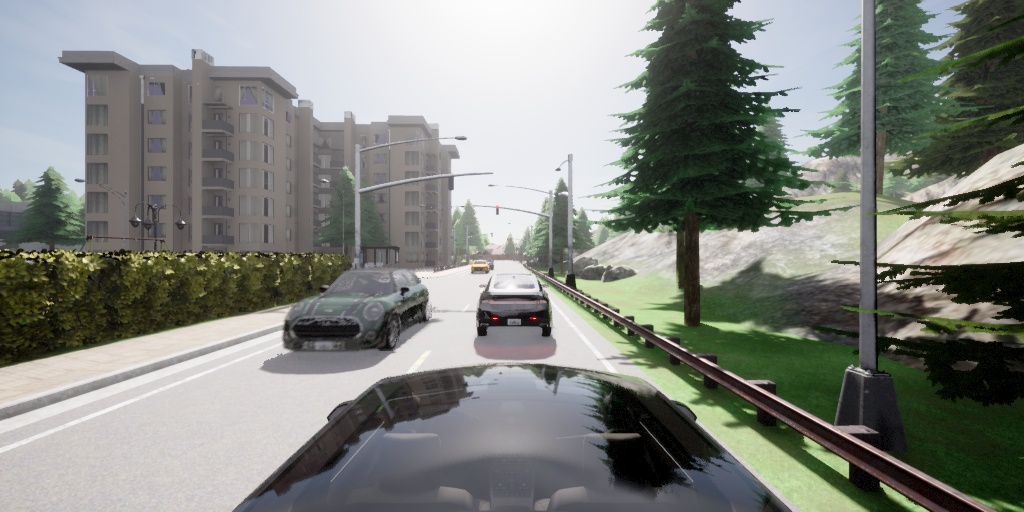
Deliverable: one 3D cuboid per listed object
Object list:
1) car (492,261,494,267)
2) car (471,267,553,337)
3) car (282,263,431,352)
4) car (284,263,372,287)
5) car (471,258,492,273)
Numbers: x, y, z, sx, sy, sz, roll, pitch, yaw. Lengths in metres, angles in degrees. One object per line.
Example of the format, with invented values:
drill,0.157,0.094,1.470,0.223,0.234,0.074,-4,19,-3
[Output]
car,-3.707,1.102,51.932,2.097,1.767,4.553,0,0,0
car,0.058,1.242,10.331,2.128,1.511,4.902,0,0,0
car,-3.523,1.102,9.014,2.097,1.767,4.553,0,0,1
car,-12.366,1.225,24.348,4.902,1.511,2.128,0,0,-1
car,-3.693,1.227,42.321,1.882,1.535,5.008,0,0,0
